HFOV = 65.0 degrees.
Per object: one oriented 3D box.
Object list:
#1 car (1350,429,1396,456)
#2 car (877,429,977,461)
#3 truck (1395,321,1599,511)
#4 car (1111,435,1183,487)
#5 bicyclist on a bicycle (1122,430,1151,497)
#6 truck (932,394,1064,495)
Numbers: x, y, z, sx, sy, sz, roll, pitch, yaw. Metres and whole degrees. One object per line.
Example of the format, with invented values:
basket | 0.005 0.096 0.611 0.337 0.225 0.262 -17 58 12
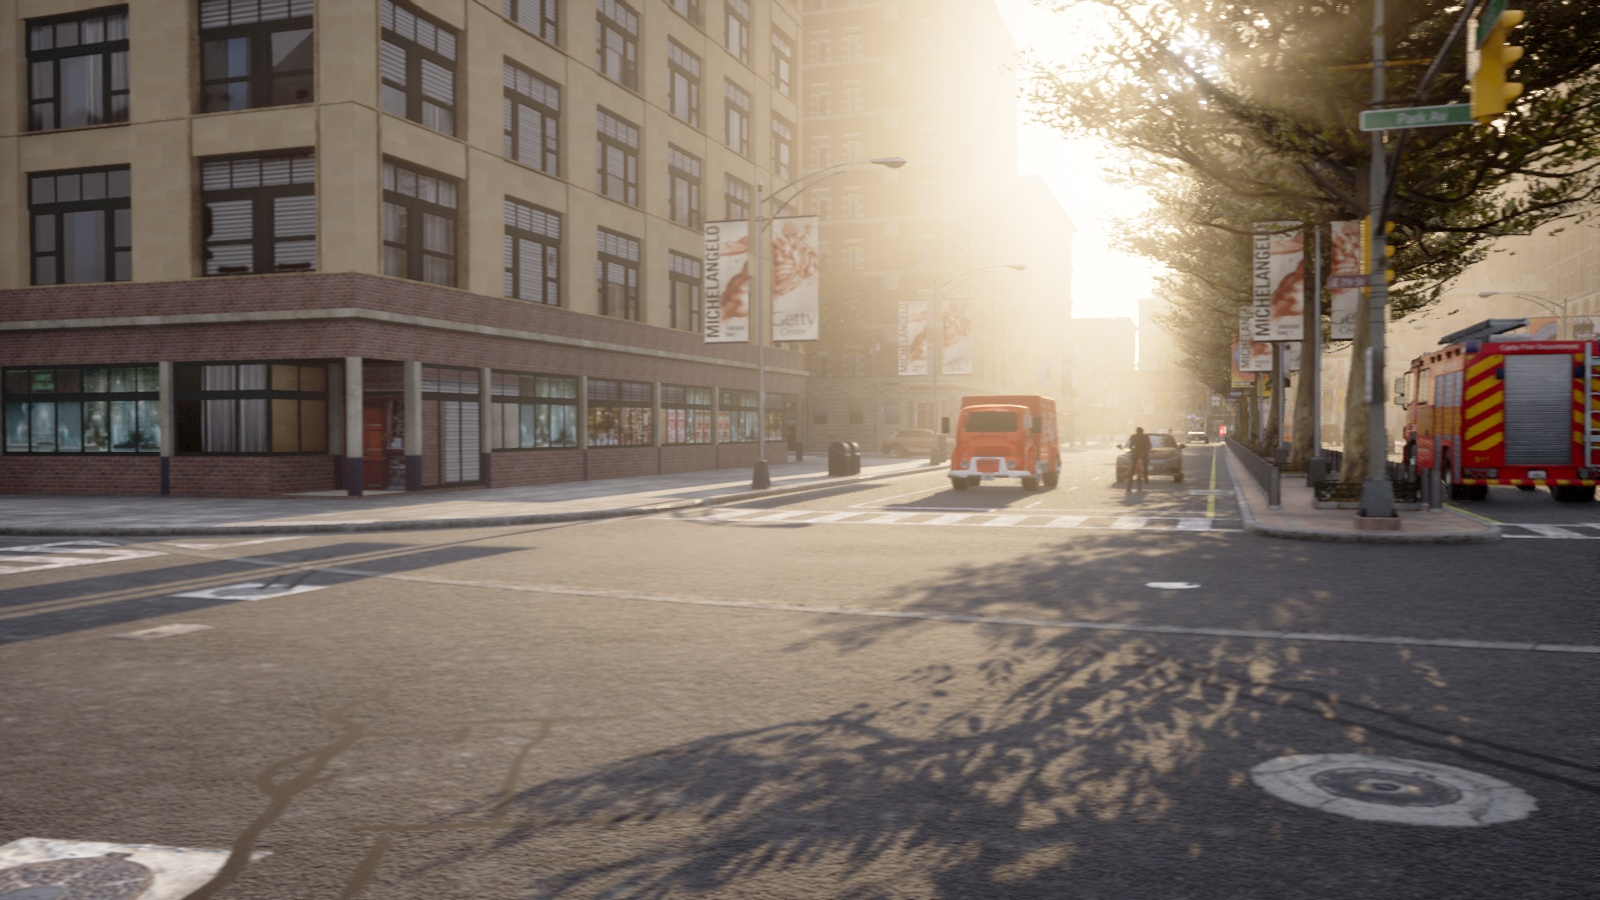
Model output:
car | 37.142 -0.495 81.512 2.242 1.667 4.611 1 1 18
car | 6.700 -0.279 66.342 4.856 1.649 2.033 0 1 24
truck | 16.246 -0.752 29.635 2.891 3.827 8.468 1 1 18
car | 10.465 0.289 37.662 1.812 1.442 4.674 1 1 18
bicyclist on a bicycle | 8.362 0.312 31.173 0.582 1.620 1.656 1 1 18
truck | 5.375 -0.175 33.422 2.627 2.467 5.204 1 1 18
